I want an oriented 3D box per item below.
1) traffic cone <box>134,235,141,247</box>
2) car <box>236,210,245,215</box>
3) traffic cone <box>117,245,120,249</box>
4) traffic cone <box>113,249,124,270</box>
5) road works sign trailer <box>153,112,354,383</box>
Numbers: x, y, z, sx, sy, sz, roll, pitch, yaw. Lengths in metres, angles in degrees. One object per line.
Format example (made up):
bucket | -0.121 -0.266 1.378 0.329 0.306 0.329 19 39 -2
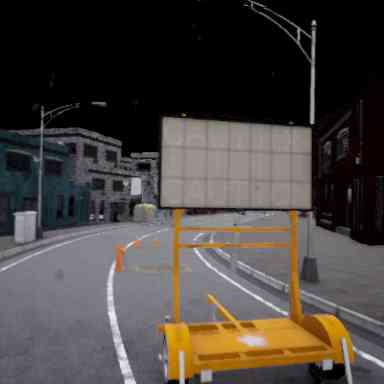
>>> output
traffic cone | -2.876 2.564 17.449 0.340 0.580 0.340 2 -2 -13
car | 11.803 4.895 81.056 1.882 1.535 5.008 1 -2 17
traffic cone | -2.955 2.406 13.330 0.340 0.580 0.340 2 -2 -13
traffic cone | -2.508 2.342 11.381 0.340 0.580 0.340 2 -2 -13
road works sign trailer | 0.629 0.670 5.056 2.380 3.560 2.880 1 -2 -12
